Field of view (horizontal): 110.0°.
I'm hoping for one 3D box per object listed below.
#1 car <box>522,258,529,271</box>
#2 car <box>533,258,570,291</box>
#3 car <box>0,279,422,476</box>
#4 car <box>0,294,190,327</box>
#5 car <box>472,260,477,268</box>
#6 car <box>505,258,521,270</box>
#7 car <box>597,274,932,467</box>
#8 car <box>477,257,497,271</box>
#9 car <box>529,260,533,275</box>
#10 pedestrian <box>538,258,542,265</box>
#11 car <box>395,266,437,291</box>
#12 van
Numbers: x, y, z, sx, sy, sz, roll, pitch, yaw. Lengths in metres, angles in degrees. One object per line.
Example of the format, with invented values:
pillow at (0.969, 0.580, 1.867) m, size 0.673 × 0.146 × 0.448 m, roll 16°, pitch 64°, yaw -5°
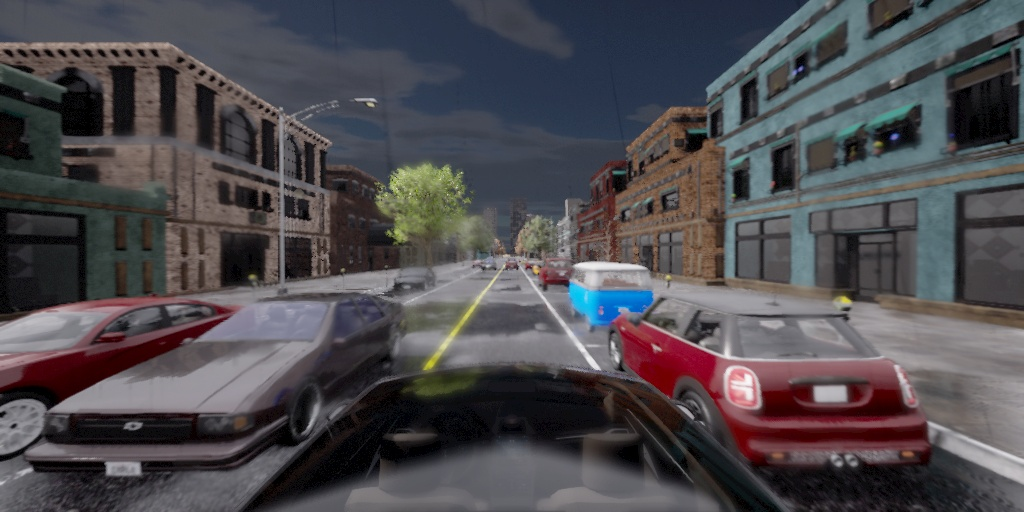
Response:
car at (2.693, 1.267, 49.313) m, size 1.888 × 1.381 × 4.507 m, roll 0°, pitch 0°, yaw 0°
car at (2.694, 1.053, 21.593) m, size 2.192 × 1.841 × 5.009 m, roll 0°, pitch 0°, yaw 0°
car at (-3.105, 1.295, 5.509) m, size 2.033 × 1.411 × 5.357 m, roll 0°, pitch 0°, yaw 0°
car at (-5.687, 1.293, 4.961) m, size 1.888 × 1.381 × 4.507 m, roll 0°, pitch 0°, yaw 0°
car at (-5.687, 1.297, 60.401) m, size 1.802 × 1.307 × 4.207 m, roll 0°, pitch 0°, yaw 0°
car at (0.017, 1.246, 51.588) m, size 1.812 × 1.442 × 4.674 m, roll 0°, pitch 0°, yaw 1°
car at (2.693, 1.188, 4.961) m, size 1.967 × 1.591 × 4.097 m, roll 0°, pitch 0°, yaw 0°
car at (-3.065, 1.215, 48.649) m, size 2.128 × 1.511 × 4.902 m, roll 0°, pitch 0°, yaw 0°
car at (2.999, 1.185, 36.362) m, size 1.801 × 1.575 × 5.366 m, roll 0°, pitch 0°, yaw 0°
pedestrian at (2.999, 1.022, 39.348) m, size 0.375 × 1.860 × 0.375 m, roll -1°, pitch 1°, yaw -3°
car at (-5.687, 1.304, 21.593) m, size 1.948 × 1.339 × 4.313 m, roll 0°, pitch 0°, yaw 0°
van at (2.694, 1.086, 10.505) m, size 1.690 × 1.789 × 3.998 m, roll 0°, pitch 0°, yaw 0°
